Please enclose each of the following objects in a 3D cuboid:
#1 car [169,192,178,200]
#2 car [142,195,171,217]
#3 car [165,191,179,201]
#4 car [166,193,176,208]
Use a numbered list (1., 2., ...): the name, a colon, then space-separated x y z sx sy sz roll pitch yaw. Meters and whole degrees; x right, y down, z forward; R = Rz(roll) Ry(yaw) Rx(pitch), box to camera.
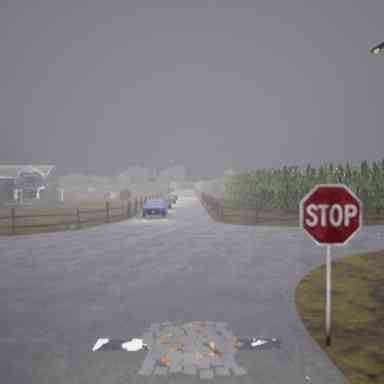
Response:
1. car: -3.364 1.016 49.088 1.994 1.385 4.181 0 1 0
2. car: -3.161 1.307 29.232 1.882 1.535 5.008 0 1 -1
3. car: -3.464 0.681 59.140 2.128 1.511 4.902 0 2 0
4. car: -3.263 1.226 39.065 2.033 1.411 5.357 0 1 -1
